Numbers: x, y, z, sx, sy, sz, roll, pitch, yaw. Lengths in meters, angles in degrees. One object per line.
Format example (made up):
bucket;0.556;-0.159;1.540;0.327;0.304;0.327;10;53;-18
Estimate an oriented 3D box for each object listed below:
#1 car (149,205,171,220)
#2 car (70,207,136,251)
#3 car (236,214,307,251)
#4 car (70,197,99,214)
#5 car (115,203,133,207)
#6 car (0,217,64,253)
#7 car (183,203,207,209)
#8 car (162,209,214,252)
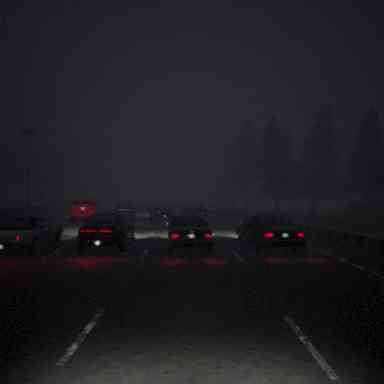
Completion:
car;-3.005;1.904;32.031;1.895;1.301;4.718;0;-1;-15
car;-3.690;1.649;14.817;1.837;1.490;4.892;0;0;-4
car;3.329;1.689;14.911;2.033;1.411;5.357;0;-1;-4
car;-9.744;1.502;30.148;2.150;2.045;5.566;0;0;-15
car;-6.443;1.789;31.305;2.128;1.511;4.902;0;0;-16
car;-7.163;1.738;14.405;1.895;1.301;4.718;0;-1;-4
car;0.293;1.840;33.198;1.812;1.442;4.674;0;0;-16
car;-0.165;1.687;14.704;2.033;1.411;5.357;0;-1;-4
